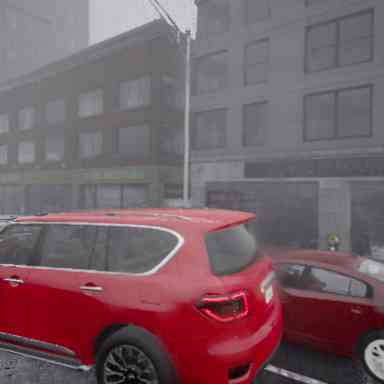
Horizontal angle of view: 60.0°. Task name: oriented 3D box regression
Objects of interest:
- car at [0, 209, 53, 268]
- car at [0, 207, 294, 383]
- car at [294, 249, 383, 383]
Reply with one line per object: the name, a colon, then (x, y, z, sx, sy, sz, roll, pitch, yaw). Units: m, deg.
car: (-7.052, 1.518, 11.939, 4.097, 1.590, 1.967, 0, 0, 37)
car: (-1.580, 1.253, 4.851, 5.566, 2.045, 2.150, 0, 0, 24)
car: (1.777, 1.613, 5.359, 4.507, 1.381, 1.887, 0, 0, 37)
